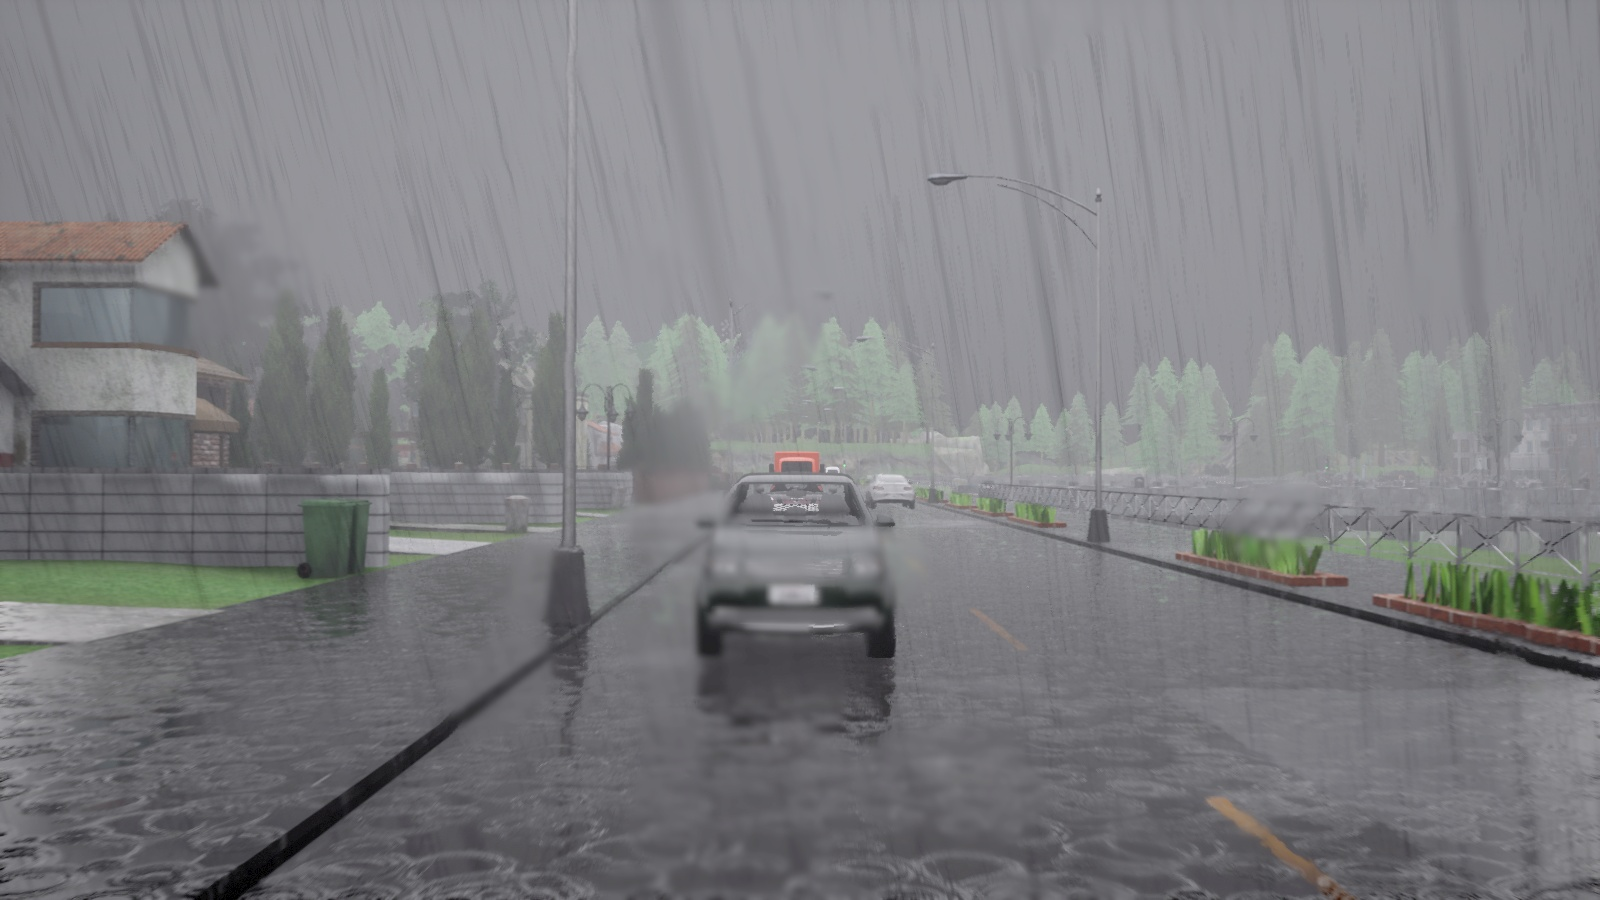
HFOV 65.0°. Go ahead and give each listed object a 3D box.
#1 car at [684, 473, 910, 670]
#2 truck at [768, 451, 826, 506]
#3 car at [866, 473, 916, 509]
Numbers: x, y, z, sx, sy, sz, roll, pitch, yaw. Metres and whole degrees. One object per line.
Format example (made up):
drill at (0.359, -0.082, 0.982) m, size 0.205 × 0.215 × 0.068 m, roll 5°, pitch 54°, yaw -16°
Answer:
car at (-0.028, 0.991, 11.798) m, size 1.789 × 1.549 × 3.705 m, roll 0°, pitch -1°, yaw 0°
truck at (-0.141, 1.314, 58.889) m, size 2.627 × 2.467 × 5.204 m, roll 0°, pitch -1°, yaw 0°
car at (3.873, 1.729, 54.023) m, size 1.812 × 1.442 × 4.674 m, roll 0°, pitch -1°, yaw 0°
